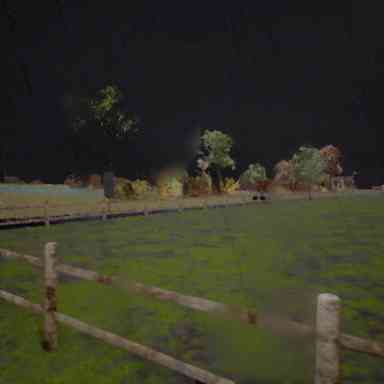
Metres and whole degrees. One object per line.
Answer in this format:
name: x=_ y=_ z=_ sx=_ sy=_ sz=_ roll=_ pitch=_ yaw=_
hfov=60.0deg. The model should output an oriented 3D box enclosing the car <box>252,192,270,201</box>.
car: x=10.952 y=0.686 z=52.111 sx=1.994 sy=1.385 sz=4.181 roll=0 pitch=0 yaw=35
